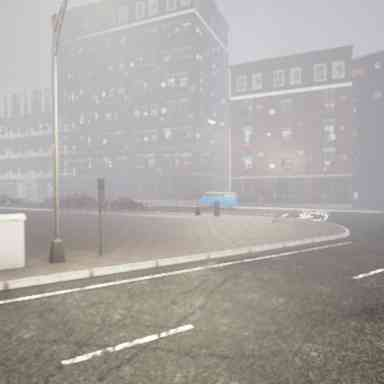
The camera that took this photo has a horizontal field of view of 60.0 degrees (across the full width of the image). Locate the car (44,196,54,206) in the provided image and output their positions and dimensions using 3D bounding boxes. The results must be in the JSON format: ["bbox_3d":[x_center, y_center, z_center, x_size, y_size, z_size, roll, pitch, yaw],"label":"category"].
[{"bbox_3d":[-14.265,0.952,37.558,4.718,1.301,1.895,1,1,24],"label":"car"}]

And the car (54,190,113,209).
[{"bbox_3d":[-10.784,0.761,33.200,5.009,1.841,2.192,1,0,24],"label":"car"}]

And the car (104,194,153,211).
[{"bbox_3d":[-5.638,1.110,30.921,4.206,1.307,1.802,1,0,24],"label":"car"}]

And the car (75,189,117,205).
[{"bbox_3d":[-12.453,0.611,43.099,5.009,1.841,2.192,1,0,24],"label":"car"}]

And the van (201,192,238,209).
[{"bbox_3d":[3.000,0.883,36.268,3.998,1.788,1.690,1,0,24],"label":"van"}]

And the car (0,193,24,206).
[{"bbox_3d":[-21.095,0.823,37.755,4.507,1.381,1.887,1,0,24],"label":"car"}]
